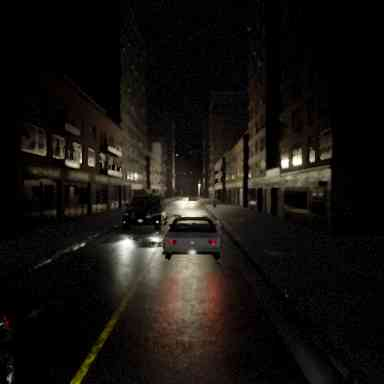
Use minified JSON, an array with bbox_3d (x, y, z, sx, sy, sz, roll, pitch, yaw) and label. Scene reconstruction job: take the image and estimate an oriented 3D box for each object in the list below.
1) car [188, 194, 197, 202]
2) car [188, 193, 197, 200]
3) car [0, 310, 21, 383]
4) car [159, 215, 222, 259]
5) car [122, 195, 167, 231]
[{"bbox_3d":[0.128,1.471,73.474,1.882,1.535,5.008,0,0,0],"label":"car"},{"bbox_3d":[0.148,1.190,83.864,2.097,1.767,4.553,0,0,0],"label":"car"},{"bbox_3d":[-2.849,1.560,1.905,1.994,1.385,4.181,0,0,0],"label":"car"},{"bbox_3d":[0.019,1.602,12.669,1.895,1.301,4.718,0,0,0],"label":"car"},{"bbox_3d":[-2.780,1.221,20.827,2.150,2.045,5.566,0,0,1],"label":"car"}]
